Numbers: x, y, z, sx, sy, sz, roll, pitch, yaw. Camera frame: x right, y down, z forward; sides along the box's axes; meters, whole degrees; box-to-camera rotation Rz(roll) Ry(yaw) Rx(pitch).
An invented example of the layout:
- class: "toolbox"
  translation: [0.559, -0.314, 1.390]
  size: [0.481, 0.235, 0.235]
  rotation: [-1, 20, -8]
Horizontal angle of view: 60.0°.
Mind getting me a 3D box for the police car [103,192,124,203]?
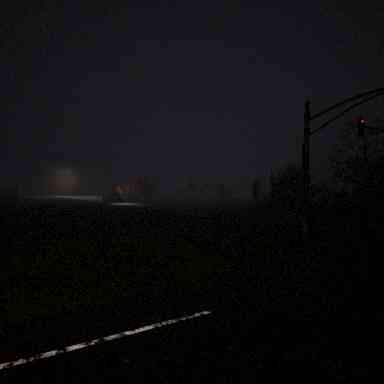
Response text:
- class: "police car"
  translation: [-11.780, 0.822, 49.808]
  size: [2.038, 1.542, 4.974]
  rotation: [1, 0, -32]
